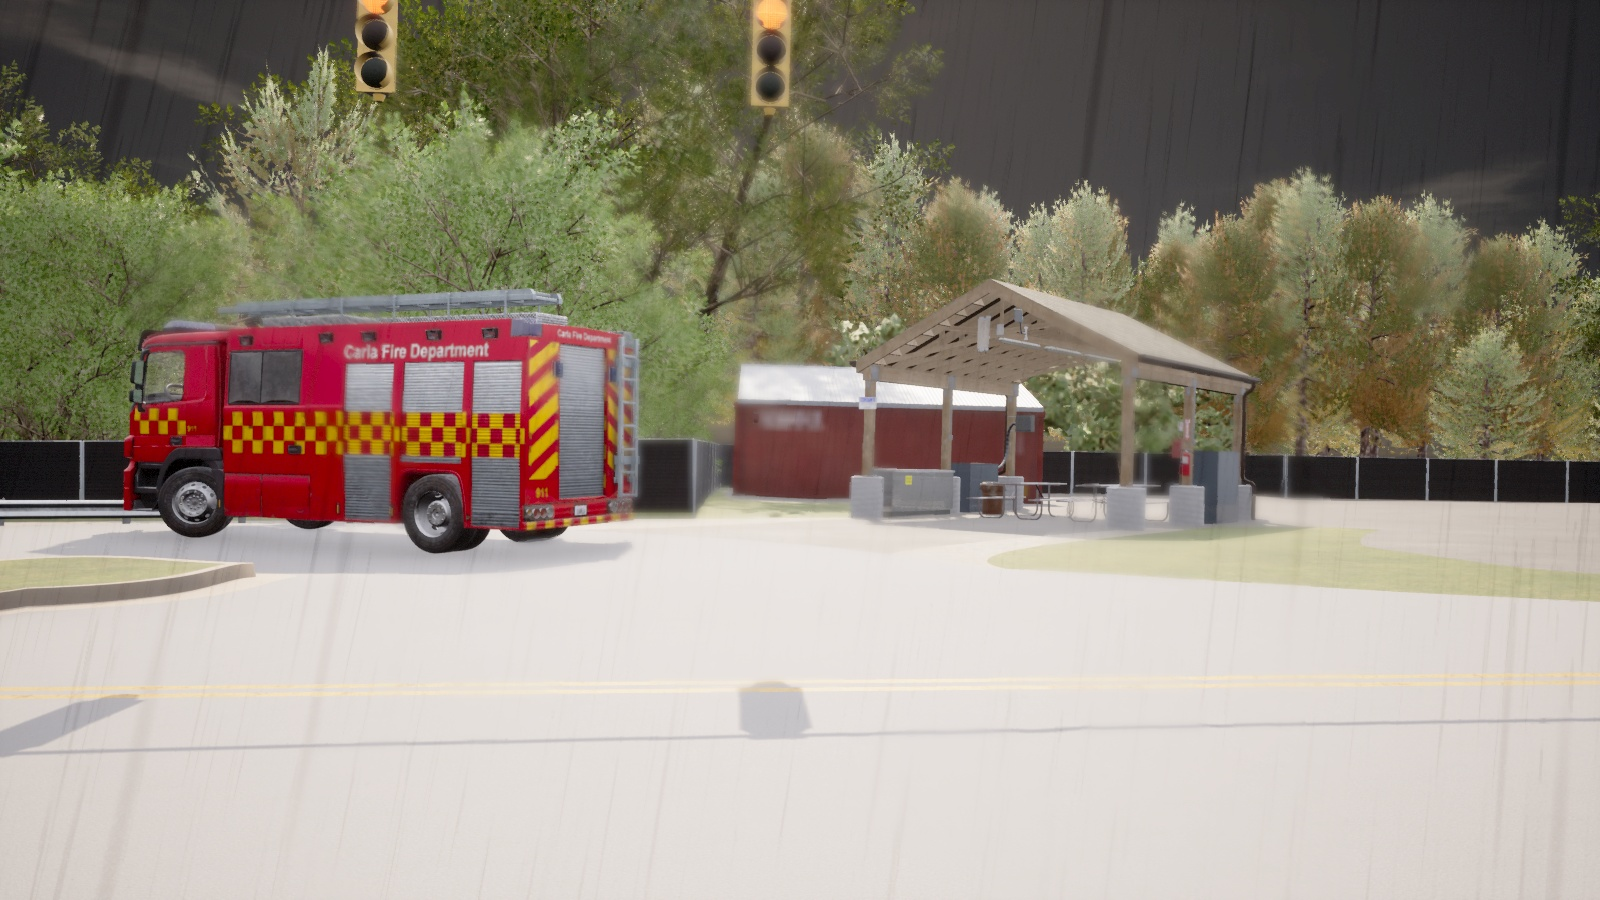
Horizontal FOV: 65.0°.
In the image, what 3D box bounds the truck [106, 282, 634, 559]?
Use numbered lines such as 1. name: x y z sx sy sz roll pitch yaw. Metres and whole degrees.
1. truck: -7.109 -0.474 20.463 8.468 3.827 2.891 1 1 25
